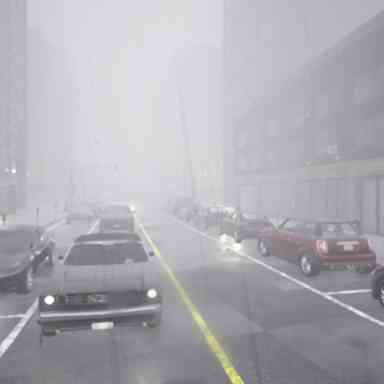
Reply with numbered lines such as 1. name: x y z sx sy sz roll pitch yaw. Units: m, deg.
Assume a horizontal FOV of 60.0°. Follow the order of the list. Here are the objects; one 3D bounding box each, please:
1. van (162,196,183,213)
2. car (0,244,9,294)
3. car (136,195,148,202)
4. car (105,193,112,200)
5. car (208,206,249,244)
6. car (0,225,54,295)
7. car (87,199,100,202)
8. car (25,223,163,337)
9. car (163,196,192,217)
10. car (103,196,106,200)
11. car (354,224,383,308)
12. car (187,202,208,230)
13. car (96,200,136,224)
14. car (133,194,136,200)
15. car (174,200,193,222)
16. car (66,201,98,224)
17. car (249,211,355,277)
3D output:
1. van: -2.254 1.355 37.406 1.690 1.788 3.998 0 0 -12
2. car: -3.565 1.565 3.196 1.947 1.339 4.313 0 0 -12
3. car: -11.830 1.492 80.240 1.967 1.590 4.097 0 0 -13
4. car: -22.760 1.501 89.258 1.967 1.590 4.097 0 0 -13
5. car: 2.425 1.558 15.813 2.008 1.369 4.403 0 0 -12
6. car: -4.734 1.567 8.596 1.947 1.339 4.313 0 0 -12
7. car: -9.416 1.573 30.195 1.947 1.339 4.313 0 0 -12
8. car: -1.752 1.603 6.914 1.895 1.301 4.718 0 0 -12
9. car: -1.084 1.327 32.008 2.192 1.841 5.009 0 0 -12
10. car: -10.586 1.448 35.595 1.967 1.590 4.097 0 0 -12
11. car: 4.765 1.445 5.016 1.967 1.590 4.097 0 0 -12
12. car: 1.255 1.560 21.211 2.008 1.369 4.403 0 0 -12
13. car: -4.407 1.483 19.681 1.882 1.535 5.008 0 0 -12
14. car: -14.468 1.649 91.238 1.802 1.307 4.206 0 0 -13
15. car: 0.085 1.577 26.609 1.947 1.339 4.313 0 0 -12
16. car: -8.246 1.587 24.795 1.802 1.307 4.206 0 0 -12
17. car: 3.595 1.446 10.414 1.967 1.590 4.097 0 0 -12
